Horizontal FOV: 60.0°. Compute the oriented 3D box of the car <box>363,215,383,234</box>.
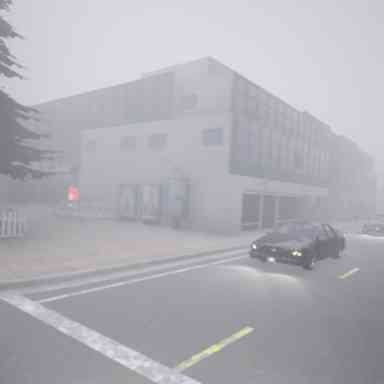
[{"bbox_3d":[13.850,2.382,24.082,1.994,1.385,4.181,3,0,40],"label":"car"}]

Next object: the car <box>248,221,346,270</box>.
[{"bbox_3d":[4.179,1.809,12.375,2.033,1.411,5.357,3,0,40],"label":"car"}]
